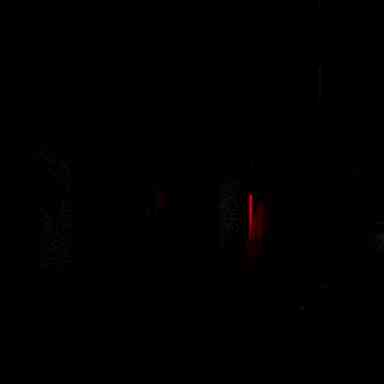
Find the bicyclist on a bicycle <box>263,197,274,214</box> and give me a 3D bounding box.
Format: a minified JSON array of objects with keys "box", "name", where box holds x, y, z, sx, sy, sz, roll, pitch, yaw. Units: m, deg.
[{"box":[7.370,1.348,32.092,1.656,1.620,0.582,0,0,-36],"name":"bicyclist on a bicycle"}]
